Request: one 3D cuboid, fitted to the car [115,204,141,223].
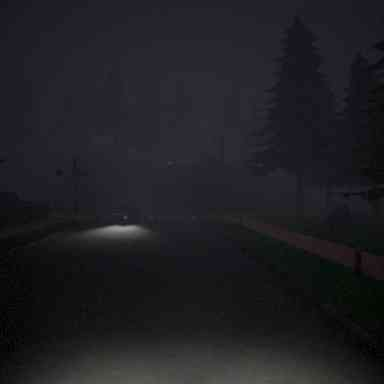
[{"bbox_3d":[-5.367,1.764,28.294,2.128,1.511,4.902,0,-1,-5],"label":"car"}]
